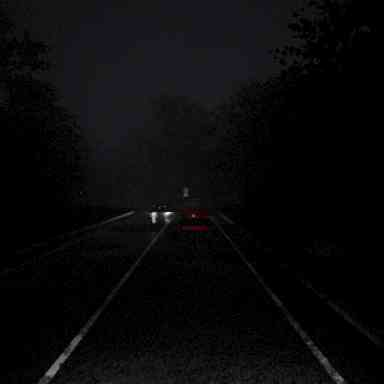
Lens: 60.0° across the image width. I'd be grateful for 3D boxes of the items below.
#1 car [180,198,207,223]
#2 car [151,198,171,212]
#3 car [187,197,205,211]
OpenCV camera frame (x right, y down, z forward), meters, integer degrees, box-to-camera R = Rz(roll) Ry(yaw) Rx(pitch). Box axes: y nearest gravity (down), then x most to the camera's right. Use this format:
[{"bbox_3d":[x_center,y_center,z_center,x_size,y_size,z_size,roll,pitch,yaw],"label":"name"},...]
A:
[{"bbox_3d":[0.107,1.474,25.162,1.882,1.535,5.008,0,0,0],"label":"car"},{"bbox_3d":[-3.532,1.499,38.836,1.837,1.490,4.892,0,0,1],"label":"car"},{"bbox_3d":[0.539,1.472,42.543,1.882,1.535,5.008,0,0,6],"label":"car"}]
